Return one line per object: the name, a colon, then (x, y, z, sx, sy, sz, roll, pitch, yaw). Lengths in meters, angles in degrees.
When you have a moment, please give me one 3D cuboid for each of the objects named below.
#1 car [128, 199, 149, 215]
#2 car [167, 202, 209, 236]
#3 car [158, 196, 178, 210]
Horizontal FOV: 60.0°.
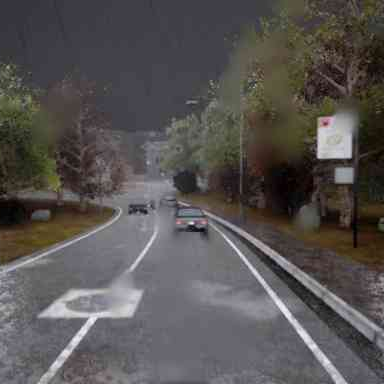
car: (-5.336, 1.417, 33.046, 2.033, 1.411, 5.357, -1, 1, -9)
car: (-0.171, 1.511, 18.224, 2.033, 1.411, 5.357, 0, 0, -3)
car: (-2.731, 1.174, 38.113, 2.128, 1.511, 4.902, -1, 2, -11)
